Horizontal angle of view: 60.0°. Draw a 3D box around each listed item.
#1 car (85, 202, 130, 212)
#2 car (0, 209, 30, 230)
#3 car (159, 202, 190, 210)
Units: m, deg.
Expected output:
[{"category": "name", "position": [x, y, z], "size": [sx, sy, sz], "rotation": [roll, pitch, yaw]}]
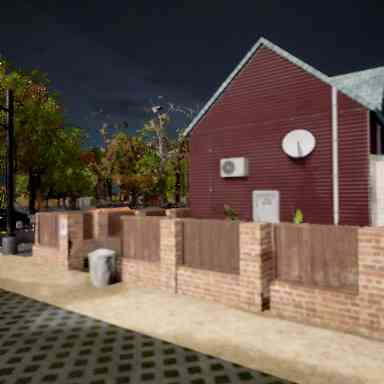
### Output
[{"category": "car", "position": [-7.705, 1.732, 30.098], "size": [2.097, 1.767, 4.553], "rotation": [-1, -1, 35]}, {"category": "car", "position": [-13.317, 1.873, 22.209], "size": [1.812, 1.442, 4.674], "rotation": [-1, -1, 35]}, {"category": "car", "position": [-1.903, 1.917, 38.245], "size": [1.837, 1.490, 4.892], "rotation": [-1, -1, 35]}]
